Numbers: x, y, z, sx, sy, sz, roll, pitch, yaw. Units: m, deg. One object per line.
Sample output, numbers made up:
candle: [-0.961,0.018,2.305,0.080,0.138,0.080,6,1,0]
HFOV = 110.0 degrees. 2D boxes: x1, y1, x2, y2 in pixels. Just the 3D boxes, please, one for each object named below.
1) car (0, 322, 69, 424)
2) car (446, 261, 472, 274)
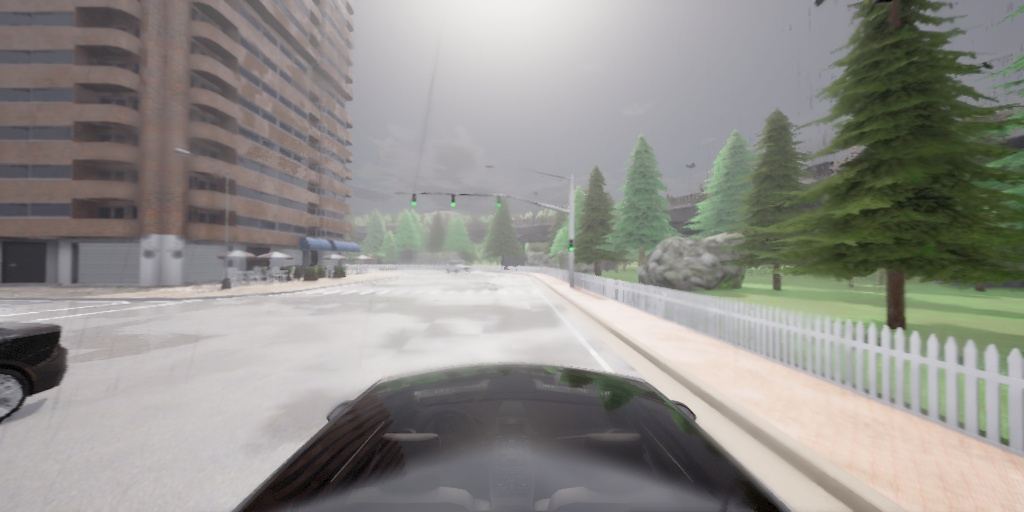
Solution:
car: [-7.046,1.274,2.771,1.882,1.535,5.008,0,-1,-1]
car: [-7.940,1.742,53.503,2.150,2.045,5.566,1,0,-32]
